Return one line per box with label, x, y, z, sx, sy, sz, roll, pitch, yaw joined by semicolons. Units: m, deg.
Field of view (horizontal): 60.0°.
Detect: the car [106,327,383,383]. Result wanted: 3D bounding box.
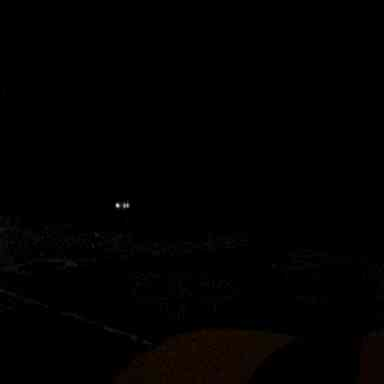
car;1.439;1.525;2.056;4.829;1.417;1.752;0;0;36
